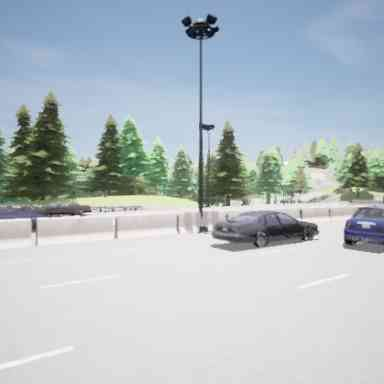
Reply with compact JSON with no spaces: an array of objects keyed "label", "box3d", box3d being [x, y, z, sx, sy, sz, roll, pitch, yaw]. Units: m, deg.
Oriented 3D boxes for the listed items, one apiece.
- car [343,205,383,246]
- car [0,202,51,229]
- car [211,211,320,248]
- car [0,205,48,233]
[{"label":"car","box3d":[8.464,1.350,14.087,4.553,1.767,2.097,0,0,-35]},{"label":"car","box3d":[-11.859,1.470,21.318,4.902,1.511,2.128,0,0,-35]},{"label":"car","box3d":[3.363,1.544,14.755,5.357,1.411,2.033,0,0,-35]},{"label":"car","box3d":[-10.300,1.546,18.132,4.181,1.385,1.994,0,0,-35]}]
